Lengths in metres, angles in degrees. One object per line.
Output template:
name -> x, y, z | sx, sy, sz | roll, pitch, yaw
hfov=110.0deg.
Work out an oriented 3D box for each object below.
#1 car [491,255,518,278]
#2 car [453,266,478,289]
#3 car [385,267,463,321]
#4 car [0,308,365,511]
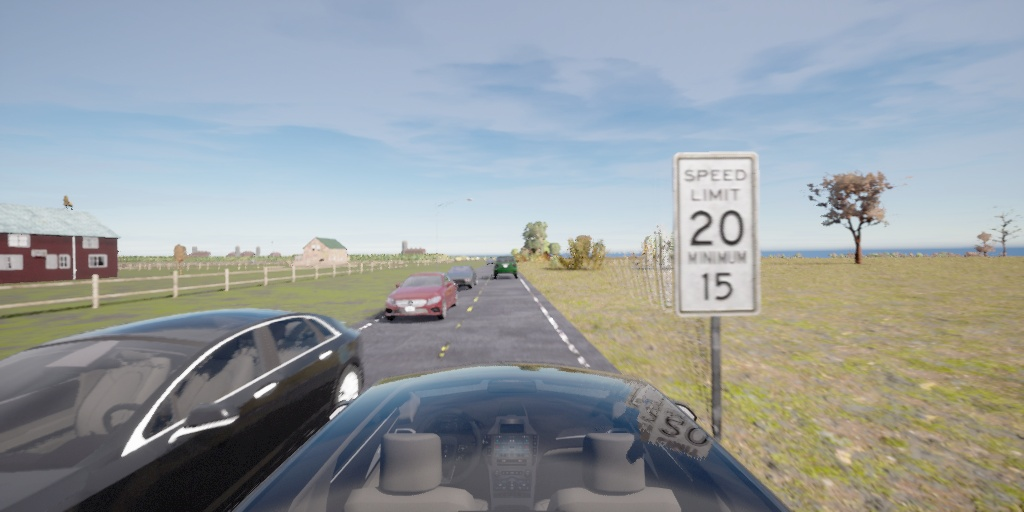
car -> -0.614, 0.975, 33.817 | 2.150, 2.045, 5.566 | -1, 0, -1
car -> -3.301, 1.343, 23.568 | 2.033, 1.411, 5.357 | -1, 0, -1
car -> -3.065, 1.319, 12.965 | 1.812, 1.442, 4.674 | -1, 0, -1
car -> -2.839, 1.298, 2.908 | 1.837, 1.490, 4.892 | -1, 0, -1
